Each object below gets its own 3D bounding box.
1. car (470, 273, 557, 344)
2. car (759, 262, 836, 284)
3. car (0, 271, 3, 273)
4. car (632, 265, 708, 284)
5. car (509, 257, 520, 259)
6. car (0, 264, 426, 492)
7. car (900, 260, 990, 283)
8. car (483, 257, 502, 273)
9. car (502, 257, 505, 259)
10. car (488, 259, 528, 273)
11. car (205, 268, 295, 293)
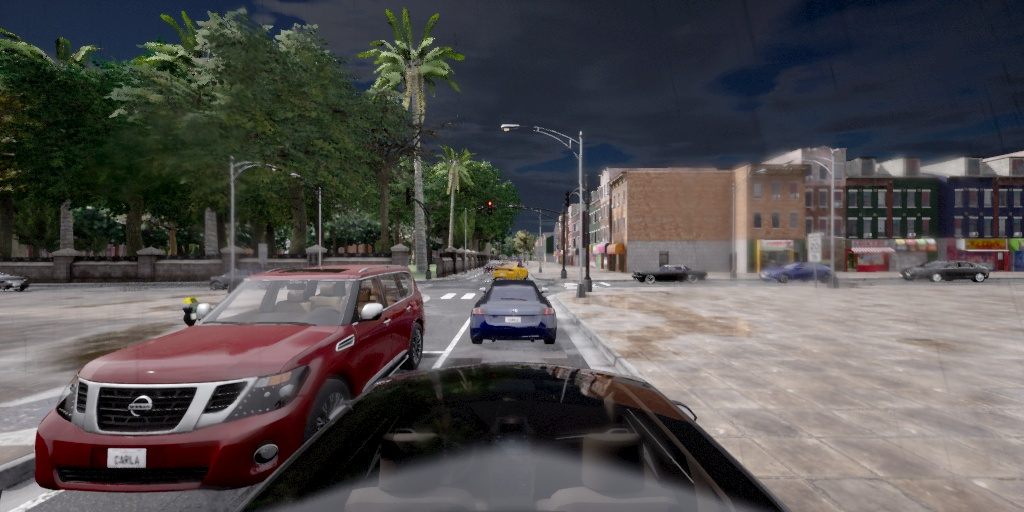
[{"bbox_3d":[0.042,1.316,9.585,1.994,1.385,4.181,0,0,0],"label":"car"},{"bbox_3d":[20.030,1.145,25.218,4.674,1.442,1.812,0,0,0],"label":"car"},{"bbox_3d":[-33.531,1.583,22.525,4.902,1.511,2.128,-1,0,0],"label":"car"},{"bbox_3d":[10.982,1.279,25.271,4.718,1.301,1.895,0,0,1],"label":"car"},{"bbox_3d":[0.438,1.123,60.075,2.150,2.045,5.566,0,0,0],"label":"car"},{"bbox_3d":[-2.622,1.065,4.970,2.192,1.841,5.009,0,0,0],"label":"car"},{"bbox_3d":[30.271,1.072,25.167,4.892,1.490,1.837,0,0,0],"label":"car"},{"bbox_3d":[-2.399,1.268,43.115,1.967,1.591,4.097,0,0,0],"label":"car"},{"bbox_3d":[-2.365,1.290,48.803,1.967,1.591,4.097,0,0,0],"label":"car"},{"bbox_3d":[-0.045,1.262,29.891,1.882,1.535,5.008,1,0,17],"label":"car"},{"bbox_3d":[-16.290,1.476,22.436,4.181,1.385,1.994,0,0,0],"label":"car"}]
